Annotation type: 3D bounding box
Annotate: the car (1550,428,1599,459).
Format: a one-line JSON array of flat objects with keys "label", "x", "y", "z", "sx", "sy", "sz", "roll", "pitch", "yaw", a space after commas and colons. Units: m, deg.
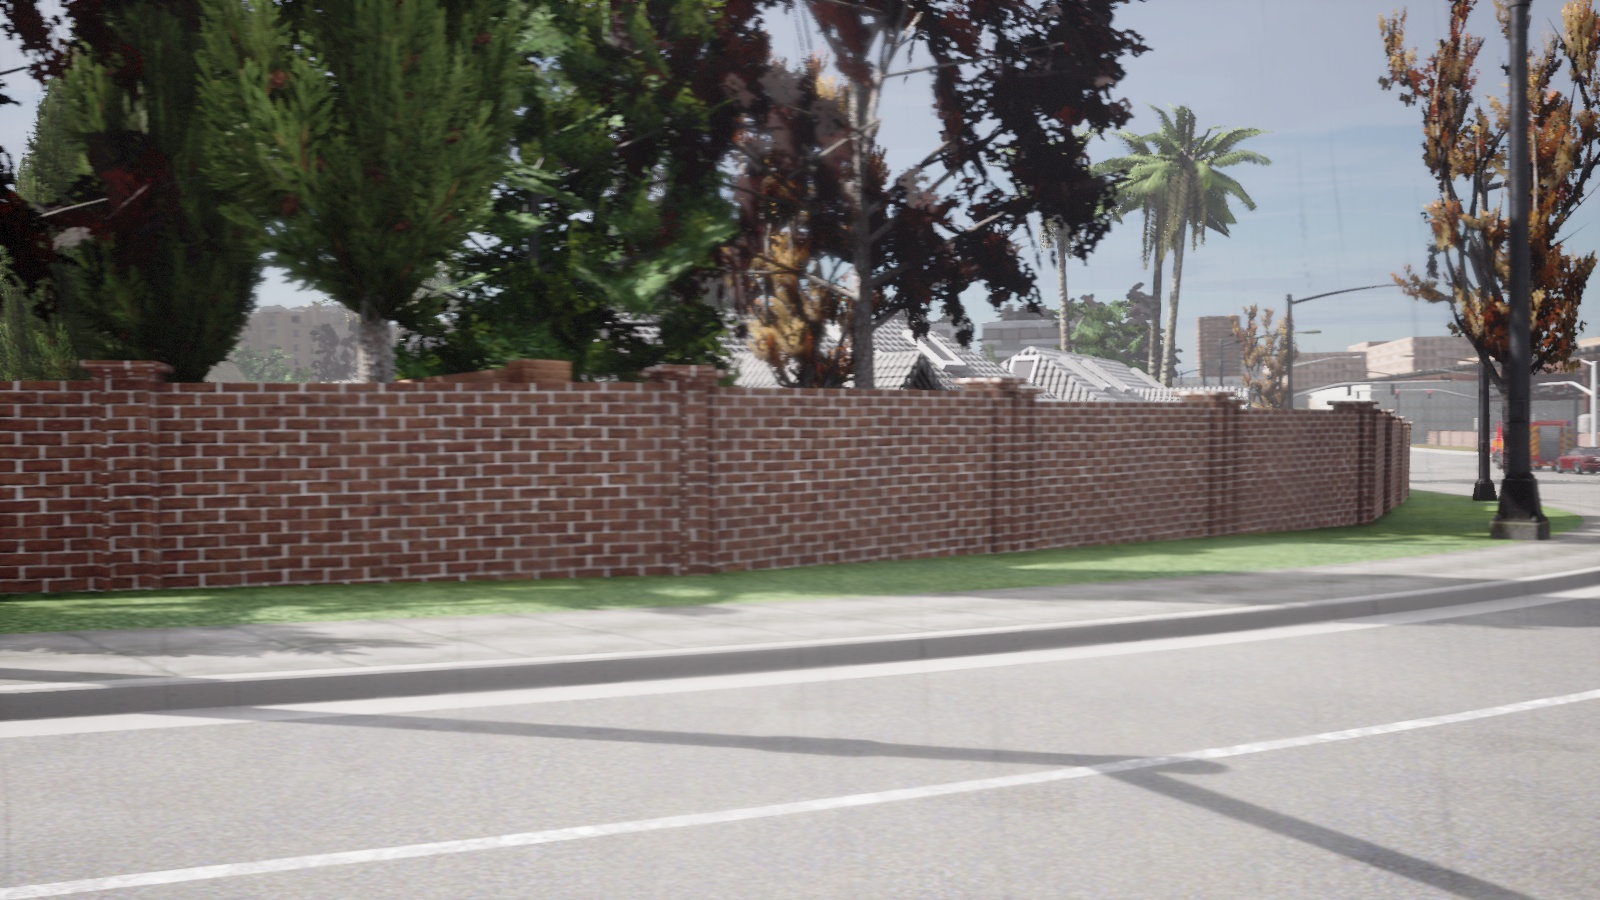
[{"label": "car", "x": 47.890, "y": -0.430, "z": 76.787, "sx": 2.097, "sy": 1.767, "sz": 4.553, "roll": -2, "pitch": 0, "yaw": 13}]
